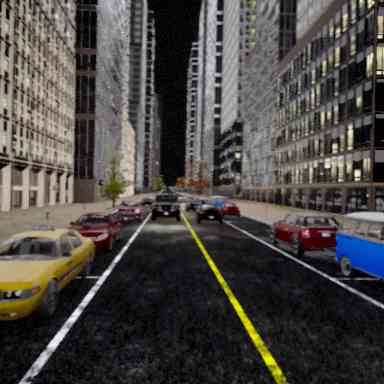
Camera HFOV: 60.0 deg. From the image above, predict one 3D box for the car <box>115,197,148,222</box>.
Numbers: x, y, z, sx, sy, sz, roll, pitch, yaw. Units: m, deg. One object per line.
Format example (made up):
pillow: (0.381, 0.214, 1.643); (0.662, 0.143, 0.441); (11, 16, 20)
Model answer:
car: (-4.579, 1.296, 24.455); (1.967, 1.590, 4.097); (1, 0, -4)

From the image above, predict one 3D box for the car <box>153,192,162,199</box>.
car: (-9.059, 0.942, 86.905); (2.192, 1.841, 5.009); (1, 0, -4)

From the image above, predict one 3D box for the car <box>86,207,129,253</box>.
car: (-3.766, 1.474, 13.100); (1.802, 1.307, 4.206); (1, 0, -4)

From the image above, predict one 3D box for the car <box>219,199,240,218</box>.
car: (3.369, 1.617, 30.718); (1.802, 1.307, 4.206); (1, 0, -4)

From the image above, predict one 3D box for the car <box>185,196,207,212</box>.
car: (0.209, 1.496, 37.538); (2.033, 1.411, 5.357); (1, 0, -4)

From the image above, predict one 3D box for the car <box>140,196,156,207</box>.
car: (-6.211, 1.344, 47.163); (1.947, 1.339, 4.313); (1, 0, -4)

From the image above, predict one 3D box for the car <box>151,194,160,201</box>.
car: (-8.236, 1.199, 75.382); (1.752, 1.417, 4.829); (1, 0, -4)

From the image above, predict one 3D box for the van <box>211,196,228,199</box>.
van: (2.966, 1.357, 36.395); (1.690, 1.788, 3.998); (1, 0, -4)

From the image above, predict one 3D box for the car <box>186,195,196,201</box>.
car: (-0.299, 1.400, 81.817); (2.008, 1.369, 4.403); (1, 0, -4)

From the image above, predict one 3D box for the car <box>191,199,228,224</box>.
car: (1.162, 1.518, 24.610); (1.812, 1.442, 4.674); (1, 0, -4)

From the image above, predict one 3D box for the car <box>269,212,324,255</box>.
car: (4.595, 1.530, 13.686); (1.967, 1.590, 4.097); (1, 0, -4)

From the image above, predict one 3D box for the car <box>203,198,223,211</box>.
car: (2.555, 1.541, 42.074); (1.887, 1.381, 4.507); (1, 0, -4)

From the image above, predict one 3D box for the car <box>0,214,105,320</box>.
car: (-3.345, 1.436, 7.252); (1.752, 1.417, 4.829); (1, 0, -4)

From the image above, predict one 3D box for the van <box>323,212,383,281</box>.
van: (5.004, 1.449, 8.007); (1.690, 1.788, 3.998); (1, 0, -4)

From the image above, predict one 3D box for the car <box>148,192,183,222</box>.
car: (-1.977, 1.137, 25.902); (2.150, 2.045, 5.566); (1, 0, -4)
